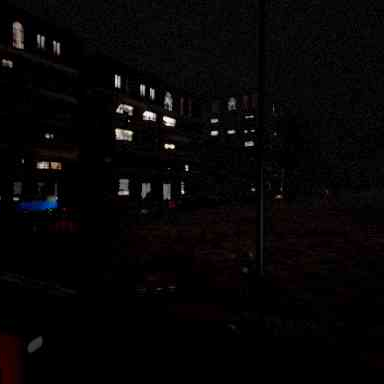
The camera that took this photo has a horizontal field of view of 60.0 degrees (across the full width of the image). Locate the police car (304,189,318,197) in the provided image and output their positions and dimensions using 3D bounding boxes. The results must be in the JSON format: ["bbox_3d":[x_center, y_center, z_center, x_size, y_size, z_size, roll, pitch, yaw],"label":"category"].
[{"bbox_3d":[27.449,0.176,76.729,1.930,1.638,5.238,0,1,32],"label":"police car"}]

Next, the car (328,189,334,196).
[{"bbox_3d":[34.430,0.066,83.276,1.967,1.590,4.097,2,2,35],"label":"car"}]

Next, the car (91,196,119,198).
[{"bbox_3d":[-7.852,1.297,26.848,1.895,1.301,4.718,1,1,36],"label":"car"}]

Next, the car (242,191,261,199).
[{"bbox_3d":[11.604,0.508,65.002,1.752,1.417,4.829,2,2,35],"label":"car"}]

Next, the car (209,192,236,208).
[{"bbox_3d":[2.756,1.038,37.474,2.008,1.369,4.403,2,2,35],"label":"car"}]

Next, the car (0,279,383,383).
[{"bbox_3d":[-0.330,1.543,3.102,4.507,1.381,1.887,0,1,35],"label":"car"}]

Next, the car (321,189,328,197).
[{"bbox_3d":[28.095,0.348,74.118,2.008,1.369,4.403,2,2,35],"label":"car"}]

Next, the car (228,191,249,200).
[{"bbox_3d":[8.533,0.632,60.563,1.947,1.339,4.313,2,2,35],"label":"car"}]

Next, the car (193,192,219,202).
[{"bbox_3d":[2.198,0.790,51.401,2.008,1.369,4.403,2,2,35],"label":"car"}]

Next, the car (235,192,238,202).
[{"bbox_3d":[4.603,0.762,50.257,1.837,1.490,4.892,1,1,35],"label":"car"}]

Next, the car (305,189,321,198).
[{"bbox_3d":[24.928,0.433,69.538,2.008,1.369,4.403,2,2,35],"label":"car"}]

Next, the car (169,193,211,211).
[{"bbox_3d":[-0.412,1.120,32.893,1.887,1.381,4.507,2,2,35],"label":"car"}]

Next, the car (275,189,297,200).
[{"bbox_3d":[15.523,0.663,55.936,1.752,1.417,4.829,2,2,35],"label":"car"}]

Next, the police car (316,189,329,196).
[{"bbox_3d":[33.259,0.025,84.870,1.930,1.638,5.238,1,1,34],"label":"police car"}]

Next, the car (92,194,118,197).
[{"bbox_3d":[-8.582,0.970,31.271,2.097,1.767,4.553,1,1,35],"label":"car"}]

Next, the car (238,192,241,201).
[{"bbox_3d":[8.109,0.735,49.866,1.882,1.535,5.008,1,2,35],"label":"car"}]

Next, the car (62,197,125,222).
[{"bbox_3d":[-6.746,1.317,23.734,1.947,1.339,4.313,2,2,35],"label":"car"}]

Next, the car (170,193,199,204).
[{"bbox_3d":[-0.969,0.892,46.821,1.947,1.339,4.313,2,2,35],"label":"car"}]

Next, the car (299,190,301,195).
[{"bbox_3d":[27.537,0.096,88.045,1.887,1.381,4.507,2,2,35],"label":"car"}]

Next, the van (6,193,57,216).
[{"bbox_3d":[-13.636,1.018,28.493,1.690,1.788,3.998,2,2,35],"label":"van"}]

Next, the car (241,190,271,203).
[{"bbox_3d":[9.091,0.864,46.635,2.008,1.369,4.403,2,2,35],"label":"car"}]

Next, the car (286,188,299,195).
[{"bbox_3d":[24.372,-0.048,83.458,2.192,1.841,5.009,2,2,35],"label":"car"}]

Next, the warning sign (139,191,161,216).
[{"bbox_3d":[-3.130,0.840,24.821,1.300,1.860,1.060,0,0,35],"label":"warning sign"}]
